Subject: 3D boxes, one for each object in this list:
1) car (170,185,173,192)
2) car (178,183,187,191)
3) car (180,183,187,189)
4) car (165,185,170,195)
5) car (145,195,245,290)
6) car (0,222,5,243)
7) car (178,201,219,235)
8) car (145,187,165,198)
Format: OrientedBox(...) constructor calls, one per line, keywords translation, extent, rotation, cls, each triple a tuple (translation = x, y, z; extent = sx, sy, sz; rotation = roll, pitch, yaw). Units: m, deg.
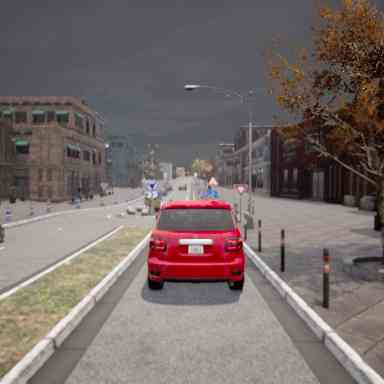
OrientedBox(translation=(-5.282, -0.867, 73.916), extent=(1.837, 1.490, 4.892), rotation=(0, 3, 0), cls="car")
OrientedBox(translation=(-2.291, -1.062, 79.220), extent=(1.812, 1.442, 4.674), rotation=(0, 2, 0), cls="car")
OrientedBox(translation=(-2.308, -1.612, 89.210), extent=(1.812, 1.442, 4.674), rotation=(0, 2, 0), cls="car")
OrientedBox(translation=(-5.332, -0.052, 58.573), extent=(1.812, 1.442, 4.674), rotation=(0, 3, 0), cls="car")
OrientedBox(translation=(0.113, 1.223, 9.231), extent=(2.150, 2.045, 5.566), rotation=(0, 0, 1), cls="car")
OrientedBox(translation=(-9.017, 1.529, 12.599), extent=(1.994, 1.385, 4.181), rotation=(0, 1, -1), cls="car")
OrientedBox(translation=(0.540, 1.419, 19.908), extent=(2.033, 1.411, 5.357), rotation=(0, 1, 5), cls="car")
OrientedBox(translation=(-5.349, 0.407, 46.568), extent=(1.882, 1.535, 5.008), rotation=(0, 4, 1), cls="car")
